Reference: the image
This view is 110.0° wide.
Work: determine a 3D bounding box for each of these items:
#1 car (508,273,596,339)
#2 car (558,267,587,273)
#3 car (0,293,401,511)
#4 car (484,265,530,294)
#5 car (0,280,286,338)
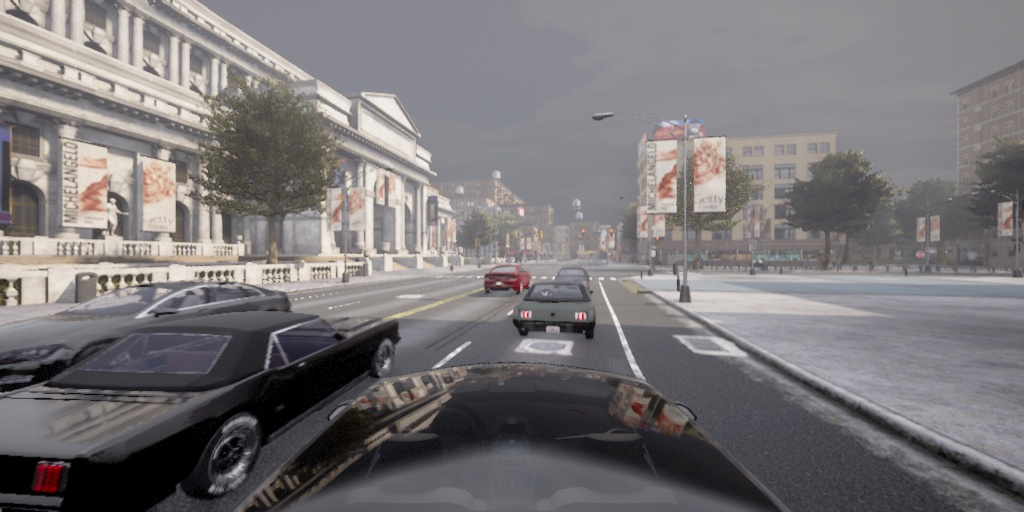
[{"bbox_3d":[1.347,1.350,10.158,1.895,1.301,4.718,0,0,11],"label":"car"},{"bbox_3d":[3.300,1.296,19.504,2.033,1.411,5.357,0,0,12],"label":"car"},{"bbox_3d":[-3.116,1.350,4.461,1.895,1.301,4.718,0,0,5],"label":"car"},{"bbox_3d":[-0.132,1.226,20.133,1.882,1.535,5.008,0,0,12],"label":"car"},{"bbox_3d":[-6.530,1.240,6.784,2.128,1.511,4.902,0,0,8],"label":"car"}]
